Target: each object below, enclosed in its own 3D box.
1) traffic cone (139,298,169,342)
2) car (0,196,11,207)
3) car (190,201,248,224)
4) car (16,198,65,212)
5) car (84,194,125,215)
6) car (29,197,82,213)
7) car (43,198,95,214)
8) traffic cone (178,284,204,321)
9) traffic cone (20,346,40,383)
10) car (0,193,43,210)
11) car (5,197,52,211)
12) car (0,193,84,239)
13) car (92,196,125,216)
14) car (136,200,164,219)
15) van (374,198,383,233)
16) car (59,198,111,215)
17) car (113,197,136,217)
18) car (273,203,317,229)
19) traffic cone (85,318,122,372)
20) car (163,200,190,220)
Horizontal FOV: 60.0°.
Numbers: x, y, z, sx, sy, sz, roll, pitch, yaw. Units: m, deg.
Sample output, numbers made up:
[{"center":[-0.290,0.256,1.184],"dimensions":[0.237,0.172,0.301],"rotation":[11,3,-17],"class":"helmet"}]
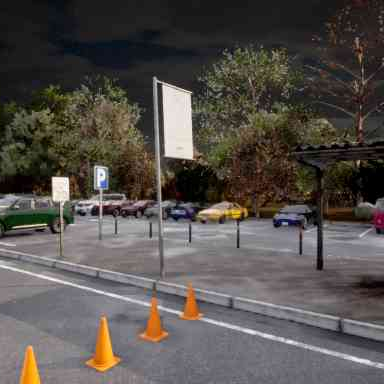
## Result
[{"center":[-0.591,1.957,5.202],"dimensions":[0.340,0.580,0.340],"rotation":[0,0,35],"class":"traffic cone"},{"center":[-29.192,1.332,47.810],"dimensions":[1.946,1.575,5.366],"rotation":[1,0,35],"class":"car"},{"center":[2.386,1.474,25.151],"dimensions":[1.946,1.575,5.366],"rotation":[0,0,35],"class":"car"},{"center":[-17.958,1.468,39.646],"dimensions":[2.163,1.488,4.792],"rotation":[0,0,35],"class":"car"},{"center":[-8.876,1.212,33.261],"dimensions":[2.435,2.045,5.566],"rotation":[0,0,35],"class":"car"},{"center":[-15.567,1.444,38.227],"dimensions":[1.946,1.575,5.366],"rotation":[0,0,35],"class":"car"},{"center":[-13.404,1.454,36.474],"dimensions":[2.097,1.535,5.008],"rotation":[0,0,35],"class":"car"},{"center":[-0.016,1.957,6.018],"dimensions":[0.340,0.580,0.340],"rotation":[0,0,36],"class":"traffic cone"},{"center":[-1.741,1.957,3.570],"dimensions":[0.340,0.580,0.340],"rotation":[0,0,35],"class":"traffic cone"},{"center":[-22.502,1.153,42.843],"dimensions":[2.435,2.045,5.566],"rotation":[0,0,35],"class":"car"},{"center":[-20.201,1.451,41.295],"dimensions":[2.163,1.488,4.792],"rotation":[0,0,35],"class":"car"},{"center":[-8.875,1.220,17.272],"dimensions":[2.435,2.045,5.566],"rotation":[0,0,35],"class":"car"},{"center":[-6.586,1.466,31.693],"dimensions":[2.097,1.535,5.008],"rotation":[0,0,35],"class":"car"},{"center":[-2.044,1.473,28.500],"dimensions":[2.231,1.521,4.892],"rotation":[0,0,35],"class":"car"},{"center":[11.642,1.264,19.012],"dimensions":[1.878,1.987,4.442],"rotation":[0,0,35],"class":"van"},{"center":[-11.132,1.461,34.876],"dimensions":[2.231,1.521,4.892],"rotation":[0,0,35],"class":"car"},{"center":[-4.315,1.469,30.096],"dimensions":[2.097,1.535,5.008],"rotation":[0,0,35],"class":"car"},{"center":[7.018,1.513,22.085],"dimensions":[2.163,1.488,4.792],"rotation":[0,0,35],"class":"car"},{"center":[-1.166,1.957,4.386],"dimensions":[0.340,0.580,0.340],"rotation":[0,0,35],"class":"traffic cone"},{"center":[0.239,1.504,26.923],"dimensions":[2.163,1.488,4.792],"rotation":[0,0,35],"class":"car"}]
